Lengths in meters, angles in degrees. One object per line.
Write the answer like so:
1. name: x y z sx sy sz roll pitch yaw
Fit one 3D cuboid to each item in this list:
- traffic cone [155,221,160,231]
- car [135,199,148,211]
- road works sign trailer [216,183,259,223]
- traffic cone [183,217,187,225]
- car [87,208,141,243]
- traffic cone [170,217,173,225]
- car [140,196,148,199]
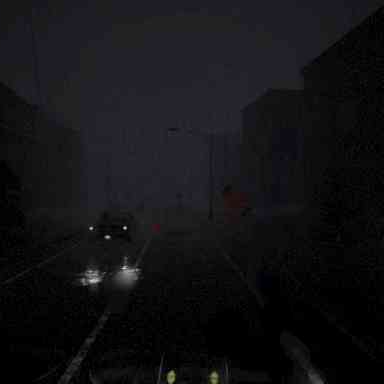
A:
1. traffic cone: -2.043 2.037 18.331 0.340 0.580 0.340 0 -1 -5
2. car: -8.799 2.460 57.490 1.837 1.490 4.892 0 0 -7
3. road works sign trailer: 3.311 1.109 24.194 2.380 2.880 3.560 47 23 20
4. traffic cone: -0.527 2.144 24.474 0.340 0.580 0.340 0 -1 -4
5. car: -3.791 1.664 16.503 1.895 1.301 4.718 0 -1 -5
6. traffic cone: -1.523 2.148 24.395 0.340 0.580 0.340 0 -1 -4
7. car: -13.032 1.737 90.487 1.882 1.535 5.008 0 2 -7
